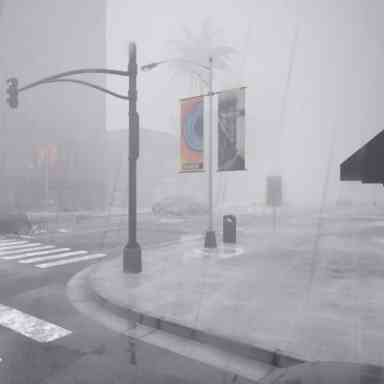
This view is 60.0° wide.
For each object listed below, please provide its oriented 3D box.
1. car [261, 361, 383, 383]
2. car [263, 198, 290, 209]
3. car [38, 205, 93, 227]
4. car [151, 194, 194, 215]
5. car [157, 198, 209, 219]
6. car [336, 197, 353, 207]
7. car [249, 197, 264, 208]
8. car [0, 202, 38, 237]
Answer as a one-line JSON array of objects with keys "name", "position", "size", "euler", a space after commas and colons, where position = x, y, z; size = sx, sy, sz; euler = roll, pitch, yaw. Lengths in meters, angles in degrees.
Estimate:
[{"name": "car", "position": [2.173, 1.551, 1.296], "size": [4.403, 1.369, 2.008], "euler": [0, 0, 36]}, {"name": "car", "position": [12.571, 1.565, 48.275], "size": [1.882, 1.535, 5.008], "euler": [0, 0, 36]}, {"name": "car", "position": [-9.356, 1.615, 22.989], "size": [1.895, 1.301, 4.718], "euler": [0, 0, 35]}, {"name": "car", "position": [-1.697, 1.259, 33.825], "size": [2.150, 2.045, 5.566], "euler": [0, 0, 35]}, {"name": "car", "position": [-0.401, 1.584, 30.028], "size": [2.033, 1.411, 5.357], "euler": [0, 0, 35]}, {"name": "car", "position": [24.756, 1.620, 54.043], "size": [2.128, 1.511, 4.902], "euler": [0, 0, 35]}, {"name": "car", "position": [10.475, 1.563, 50.923], "size": [1.882, 1.535, 5.008], "euler": [0, 0, 36]}, {"name": "car", "position": [-10.291, 1.360, 16.013], "size": [2.097, 1.767, 4.553], "euler": [0, 0, 35]}]
